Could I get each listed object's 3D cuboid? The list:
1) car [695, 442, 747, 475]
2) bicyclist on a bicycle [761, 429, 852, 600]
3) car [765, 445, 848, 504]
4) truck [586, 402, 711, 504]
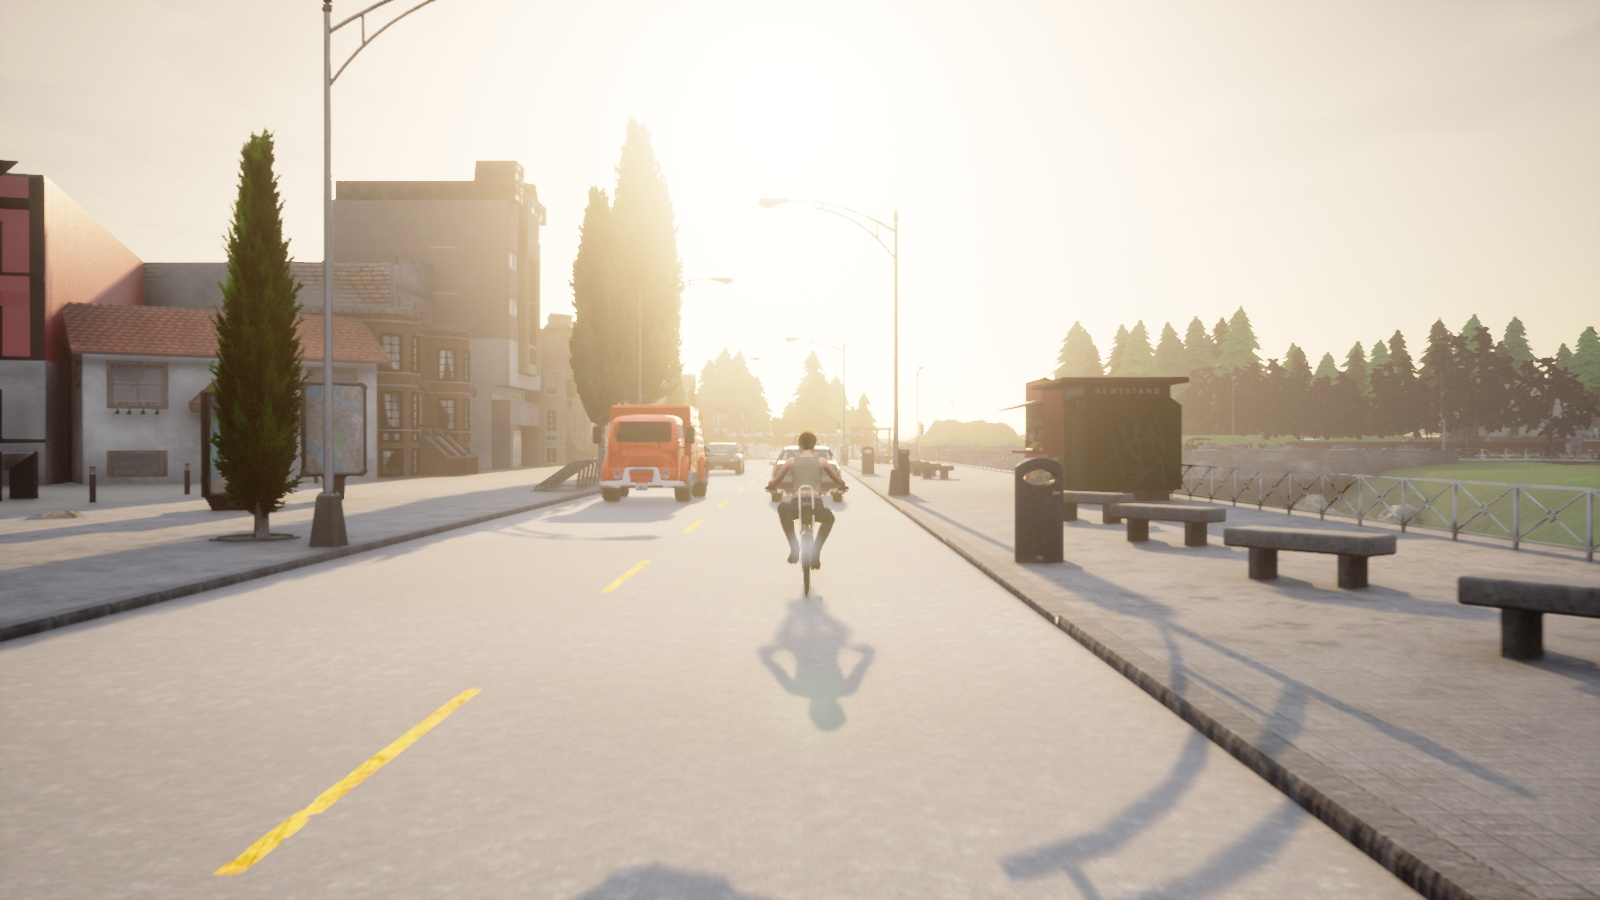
[{"bbox_3d":[-3.699,0.381,59.691,2.163,1.488,4.792,0,0,0],"label":"car"},{"bbox_3d":[0.070,0.606,12.633,0.866,1.612,1.509,0,0,1],"label":"bicyclist on a bicycle"},{"bbox_3d":[0.176,0.592,33.292,2.033,1.411,5.357,0,0,0],"label":"car"},{"bbox_3d":[-3.827,0.058,32.838,2.627,2.467,5.204,0,0,0],"label":"truck"}]
